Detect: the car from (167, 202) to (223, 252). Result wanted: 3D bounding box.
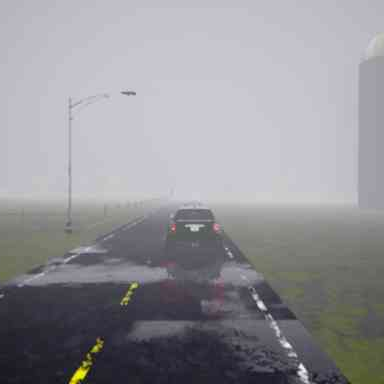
[{"bbox_3d":[0.100,1.358,14.147,2.097,1.767,4.553,0,0,0],"label":"car"}]

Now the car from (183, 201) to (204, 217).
[{"bbox_3d":[0.099,1.619,32.131,1.895,1.301,4.718,0,0,0],"label":"car"}]
